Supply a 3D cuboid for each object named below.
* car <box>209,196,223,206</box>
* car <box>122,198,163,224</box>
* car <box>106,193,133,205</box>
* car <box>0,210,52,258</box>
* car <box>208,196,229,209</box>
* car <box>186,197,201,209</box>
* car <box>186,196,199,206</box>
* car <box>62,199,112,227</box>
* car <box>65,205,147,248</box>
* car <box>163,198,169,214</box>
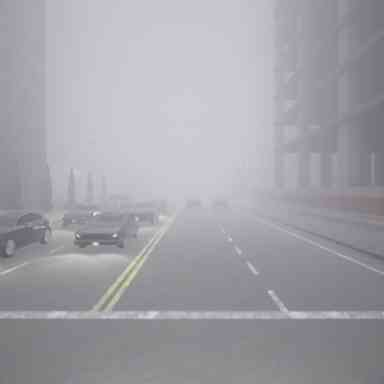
[{"bbox_3d":[3.625,1.392,51.566,1.812,1.442,4.674,0,0,0],"label":"car"},{"bbox_3d":[-3.539,1.429,24.614,1.882,1.535,5.008,0,0,0],"label":"car"},{"bbox_3d":[-7.009,1.147,32.575,2.150,2.045,5.566,0,0,0],"label":"car"},{"bbox_3d":[-7.069,1.493,12.807,1.837,1.490,4.892,0,0,0],"label":"car"},{"bbox_3d":[3.603,1.386,42.490,2.128,1.511,4.902,0,0,0],"label":"car"},{"bbox_3d":[0.206,1.370,43.177,1.882,1.535,5.008,0,0,0],"label":"car"},{"bbox_3d":[0.130,1.428,52.161,1.994,1.385,4.181,0,0,0],"label":"car"},{"bbox_3d":[-7.043,1.463,22.212,1.837,1.490,4.892,0,0,0],"label":"car"},{"bbox_3d":[-3.563,1.529,14.968,2.033,1.411,5.357,0,0,0],"label":"car"},{"bbox_3d":[-3.498,1.410,34.977,2.128,1.511,4.902,0,0,0],"label":"car"}]
